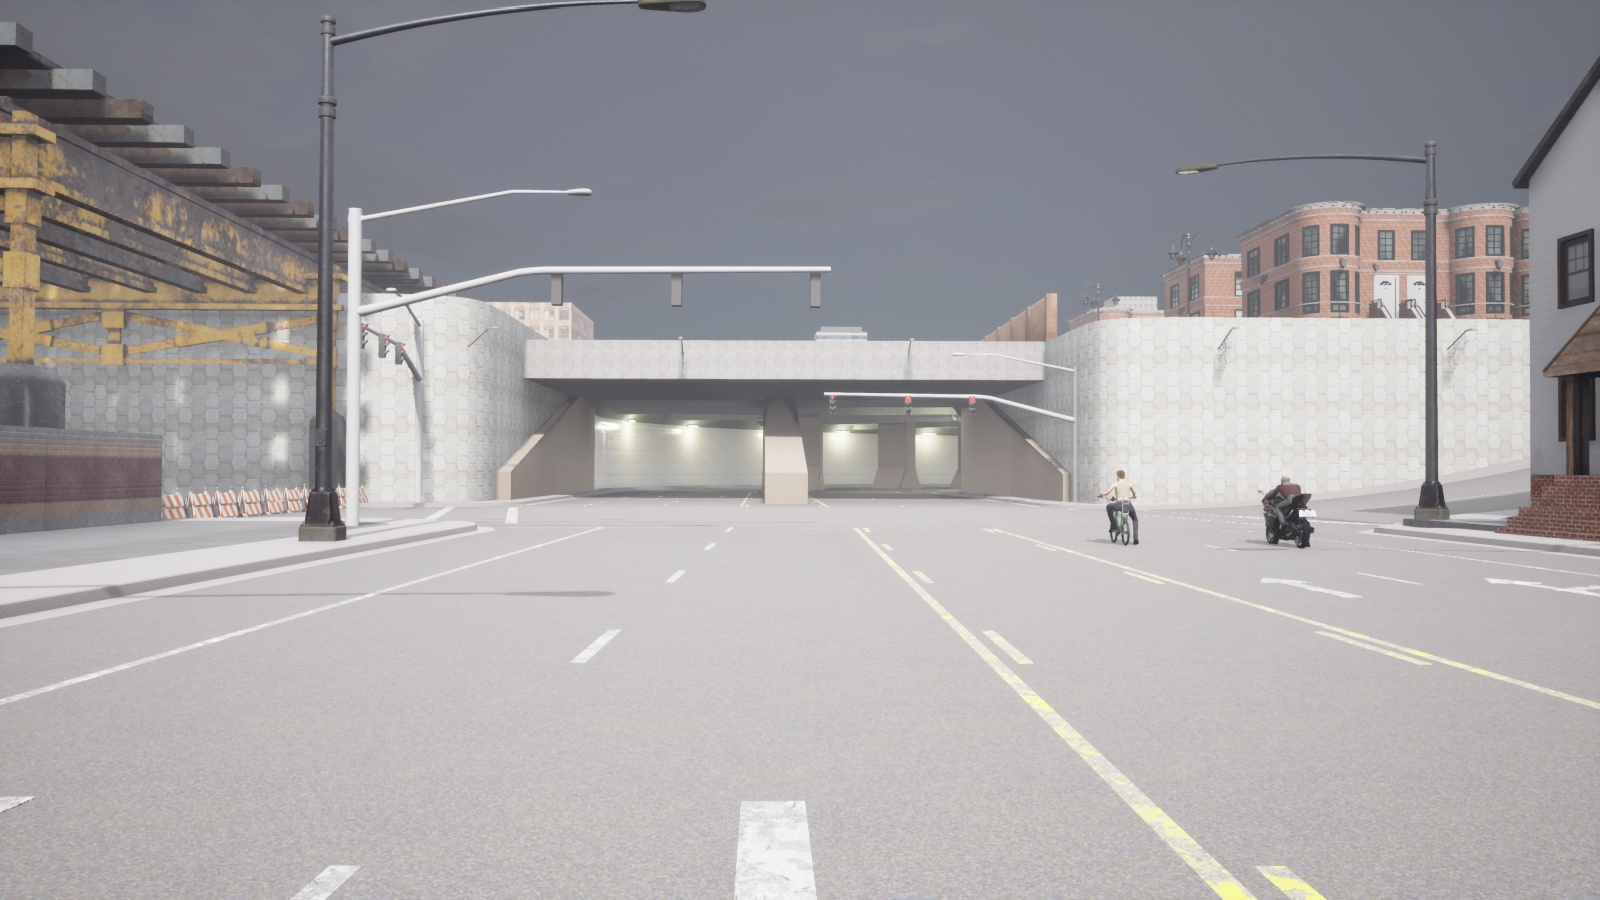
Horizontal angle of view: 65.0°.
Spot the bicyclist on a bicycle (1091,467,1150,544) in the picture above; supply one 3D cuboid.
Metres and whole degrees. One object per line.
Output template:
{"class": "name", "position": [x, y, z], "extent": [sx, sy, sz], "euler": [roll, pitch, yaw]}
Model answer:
{"class": "bicyclist on a bicycle", "position": [6.927, 1.179, 27.175], "extent": [0.866, 1.612, 1.509], "euler": [0, -1, -1]}

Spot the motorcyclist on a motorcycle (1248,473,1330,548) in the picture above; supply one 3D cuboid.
{"class": "motorcyclist on a motorcycle", "position": [10.422, 1.258, 26.851], "extent": [0.866, 1.530, 2.191], "euler": [0, -1, 0]}
